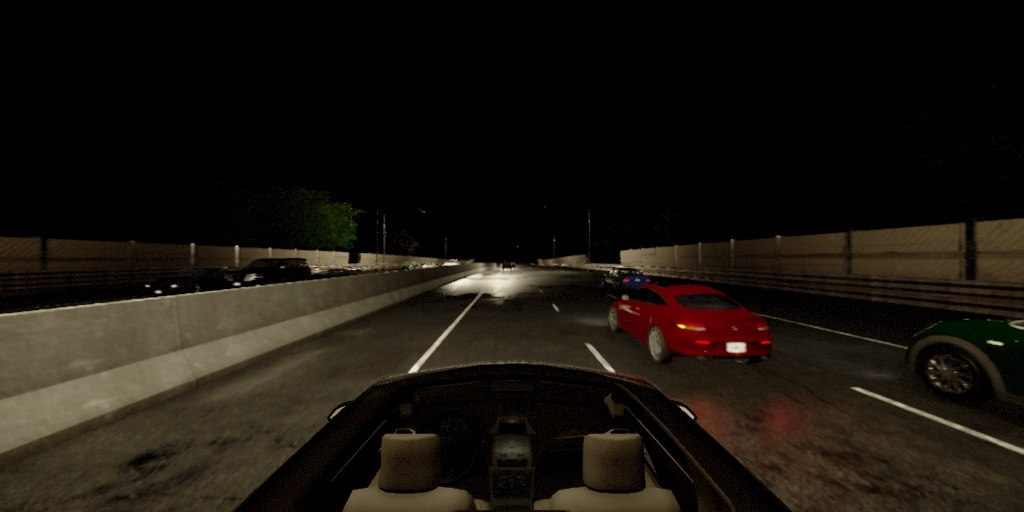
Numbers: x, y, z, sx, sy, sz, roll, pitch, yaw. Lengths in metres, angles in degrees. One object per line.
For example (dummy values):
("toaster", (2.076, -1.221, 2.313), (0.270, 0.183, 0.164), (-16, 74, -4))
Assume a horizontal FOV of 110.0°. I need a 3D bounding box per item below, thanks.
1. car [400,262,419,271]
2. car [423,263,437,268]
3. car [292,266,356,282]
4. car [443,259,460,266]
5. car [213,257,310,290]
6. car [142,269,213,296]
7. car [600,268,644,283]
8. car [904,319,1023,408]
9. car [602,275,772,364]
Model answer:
("car", (-17.502, 1.738, 61.386), (2.097, 1.767, 4.553), (0, -1, 0))
("car", (-14.000, 1.903, 61.327), (1.812, 1.442, 4.674), (0, -1, 0))
("car", (-10.589, 1.445, 21.238), (1.994, 1.385, 4.181), (0, 0, 0))
("car", (-10.499, 1.622, 62.756), (2.150, 2.045, 5.566), (0, -1, 0))
("car", (-14.091, 1.101, 21.143), (2.150, 2.045, 5.566), (0, 0, 0))
("car", (-17.591, 1.423, 20.497), (2.033, 1.411, 5.357), (0, 0, 0))
("car", (7.107, 1.440, 22.841), (2.033, 1.411, 5.357), (0, 0, 0))
("car", (7.101, 1.115, 3.594), (2.097, 1.767, 4.553), (0, 0, 0))
("car", (3.603, 1.317, 8.061), (1.812, 1.442, 4.674), (0, 0, 0))
